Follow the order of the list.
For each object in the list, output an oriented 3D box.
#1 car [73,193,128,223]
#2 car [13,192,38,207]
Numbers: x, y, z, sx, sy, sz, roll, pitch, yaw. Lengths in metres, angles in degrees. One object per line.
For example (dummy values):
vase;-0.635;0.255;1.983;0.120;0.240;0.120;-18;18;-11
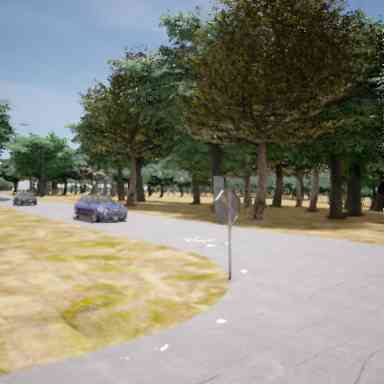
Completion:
car;-6.117;1.002;22.007;2.097;1.767;4.553;0;1;-41
car;-18.863;0.775;37.632;1.837;1.490;4.892;-1;1;-38
